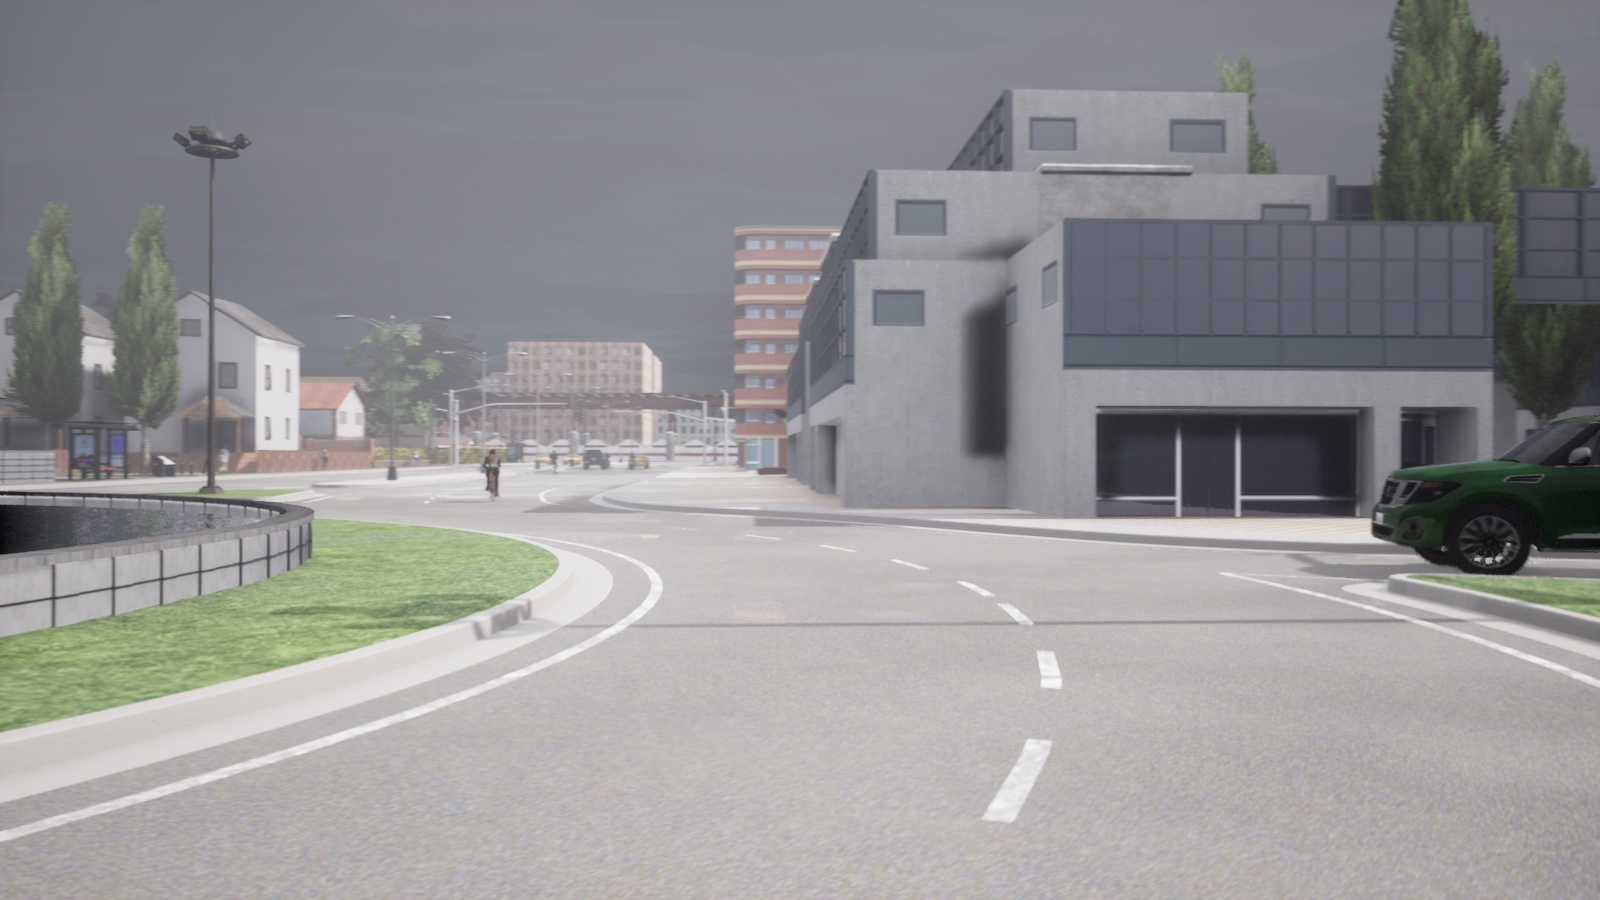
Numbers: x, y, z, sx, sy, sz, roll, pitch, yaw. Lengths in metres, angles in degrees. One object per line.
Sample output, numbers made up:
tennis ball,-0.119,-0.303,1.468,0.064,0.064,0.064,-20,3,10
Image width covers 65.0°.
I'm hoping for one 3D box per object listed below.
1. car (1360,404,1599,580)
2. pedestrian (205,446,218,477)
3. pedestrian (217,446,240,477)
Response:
car,10.122,0.486,15.493,5.566,2.045,2.150,0,0,14
pedestrian,-35.384,0.667,75.549,0.634,1.846,0.331,0,0,-9
pedestrian,-34.411,0.711,75.609,0.874,1.855,0.900,0,0,30
